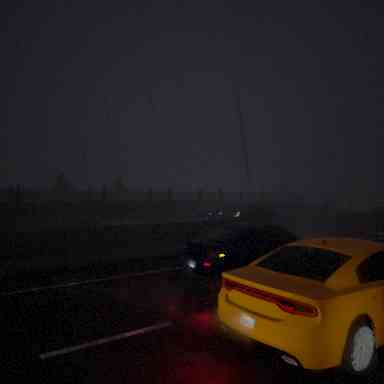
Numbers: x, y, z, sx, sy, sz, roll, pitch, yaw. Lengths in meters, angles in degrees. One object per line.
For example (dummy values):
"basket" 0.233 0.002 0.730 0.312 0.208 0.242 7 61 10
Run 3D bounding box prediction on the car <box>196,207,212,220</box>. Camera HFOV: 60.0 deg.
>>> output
"car" 2.634 1.635 27.323 5.008 1.535 1.882 1 0 -35

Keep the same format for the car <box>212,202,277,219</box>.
"car" 4.057 1.502 24.038 4.553 1.767 2.097 0 0 -35

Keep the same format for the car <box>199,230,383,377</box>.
"car" 2.724 1.525 5.688 5.008 1.535 1.882 1 0 -35

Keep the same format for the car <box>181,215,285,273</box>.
"car" 1.874 1.586 9.381 4.674 1.442 1.812 1 0 -36

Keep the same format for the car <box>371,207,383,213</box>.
"car" 16.709 1.986 28.700 4.181 1.385 1.994 3 -2 -35
